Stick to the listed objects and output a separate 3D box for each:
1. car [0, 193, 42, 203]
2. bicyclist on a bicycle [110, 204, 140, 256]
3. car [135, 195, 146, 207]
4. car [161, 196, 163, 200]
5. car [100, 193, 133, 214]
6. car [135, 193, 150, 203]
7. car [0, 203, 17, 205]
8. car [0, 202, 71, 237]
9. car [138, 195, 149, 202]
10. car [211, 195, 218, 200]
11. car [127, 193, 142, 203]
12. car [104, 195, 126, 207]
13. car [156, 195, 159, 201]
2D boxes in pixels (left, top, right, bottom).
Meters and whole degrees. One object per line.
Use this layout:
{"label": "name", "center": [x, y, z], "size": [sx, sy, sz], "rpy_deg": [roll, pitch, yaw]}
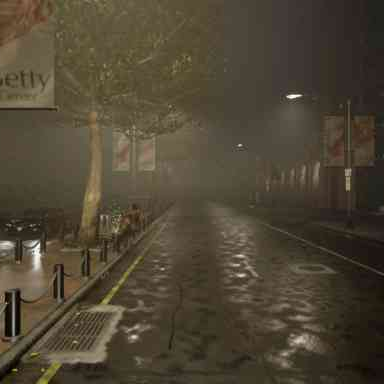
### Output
{"label": "car", "center": [-21.853, 1.216, 41.939], "size": [5.566, 2.045, 2.150], "rpy_deg": [-1, 0, -12]}
{"label": "bicyclist on a bicycle", "center": [-2.213, 1.149, 11.282], "size": [0.582, 1.620, 1.656], "rpy_deg": [12, 31, -46]}
{"label": "car", "center": [-8.309, 1.526, 48.651], "size": [1.812, 1.442, 4.674], "rpy_deg": [0, 0, 0]}
{"label": "car", "center": [-8.372, 1.524, 83.007], "size": [1.812, 1.442, 4.674], "rpy_deg": [0, 0, 0]}
{"label": "car", "center": [-8.260, 1.225, 36.130], "size": [2.150, 2.045, 5.566], "rpy_deg": [0, 0, 0]}
{"label": "car", "center": [-8.340, 1.224, 59.393], "size": [2.150, 2.045, 5.566], "rpy_deg": [0, 0, 0]}
{"label": "car", "center": [-11.680, 1.564, 19.128], "size": [1.994, 1.385, 4.181], "rpy_deg": [0, 0, 0]}
{"label": "car", "center": [-8.177, 1.505, 18.162], "size": [1.837, 1.490, 4.892], "rpy_deg": [0, 0, 0]}
{"label": "car", "center": [-11.867, 1.525, 82.005], "size": [2.128, 1.511, 4.902], "rpy_deg": [0, 0, 0]}
{"label": "car", "center": [6.327, 1.595, 94.073], "size": [1.895, 1.301, 4.718], "rpy_deg": [0, 0, 0]}
{"label": "car", "center": [-11.805, 1.221, 68.363], "size": [2.150, 2.045, 5.566], "rpy_deg": [0, 0, 0]}
{"label": "car", "center": [-12.128, 1.352, 52.545], "size": [2.097, 1.767, 4.553], "rpy_deg": [0, 0, 6]}
{"label": "car", "center": [-8.309, 1.525, 69.095], "size": [2.128, 1.511, 4.902], "rpy_deg": [0, 0, 0]}
